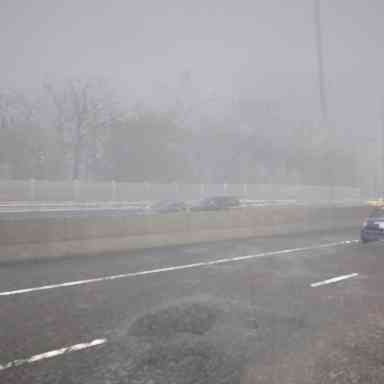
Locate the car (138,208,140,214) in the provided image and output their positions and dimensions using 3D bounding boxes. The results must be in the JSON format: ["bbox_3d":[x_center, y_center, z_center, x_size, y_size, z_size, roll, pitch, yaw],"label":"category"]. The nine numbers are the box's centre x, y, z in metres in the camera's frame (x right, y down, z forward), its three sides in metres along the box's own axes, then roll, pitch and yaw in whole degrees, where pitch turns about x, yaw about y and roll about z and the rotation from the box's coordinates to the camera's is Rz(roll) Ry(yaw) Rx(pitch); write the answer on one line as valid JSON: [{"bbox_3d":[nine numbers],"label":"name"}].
[{"bbox_3d":[-2.886,1.439,32.022,4.553,1.767,2.097,0,0,-36],"label":"car"}]

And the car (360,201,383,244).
[{"bbox_3d":[9.568,1.441,14.873,4.553,1.767,2.097,0,0,-36],"label":"car"}]

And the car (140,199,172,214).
[{"bbox_3d":[-1.642,1.586,28.619,4.892,1.490,1.837,0,0,-36],"label":"car"}]

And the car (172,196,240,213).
[{"bbox_3d":[1.530,1.311,26.582,5.566,2.045,2.150,0,0,-35],"label":"car"}]

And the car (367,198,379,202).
[{"bbox_3d":[31.407,1.823,56.401,5.008,1.535,1.882,0,0,-35],"label":"car"}]

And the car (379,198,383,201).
[{"bbox_3d":[31.993,1.860,52.532,4.674,1.442,1.812,0,0,-35],"label":"car"}]

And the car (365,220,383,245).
[{"bbox_3d":[6.907,1.548,8.676,4.902,1.511,2.128,0,0,-36],"label":"car"}]

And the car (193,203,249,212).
[{"bbox_3d":[2.698,1.685,23.117,4.718,1.301,1.895,0,0,-36],"label":"car"}]
